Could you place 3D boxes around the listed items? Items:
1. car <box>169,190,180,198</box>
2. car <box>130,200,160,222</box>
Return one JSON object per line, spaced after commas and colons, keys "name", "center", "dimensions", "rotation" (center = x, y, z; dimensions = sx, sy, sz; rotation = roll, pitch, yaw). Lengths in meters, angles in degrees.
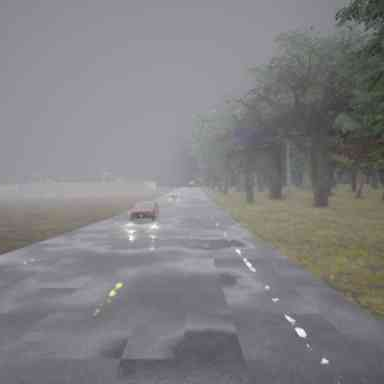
{"name": "car", "center": [-3.502, 0.433, 67.673], "dimensions": [1.882, 1.535, 5.008], "rotation": [0, 2, 0]}
{"name": "car", "center": [-3.599, 1.401, 26.144], "dimensions": [1.882, 1.535, 5.008], "rotation": [0, 1, 0]}
